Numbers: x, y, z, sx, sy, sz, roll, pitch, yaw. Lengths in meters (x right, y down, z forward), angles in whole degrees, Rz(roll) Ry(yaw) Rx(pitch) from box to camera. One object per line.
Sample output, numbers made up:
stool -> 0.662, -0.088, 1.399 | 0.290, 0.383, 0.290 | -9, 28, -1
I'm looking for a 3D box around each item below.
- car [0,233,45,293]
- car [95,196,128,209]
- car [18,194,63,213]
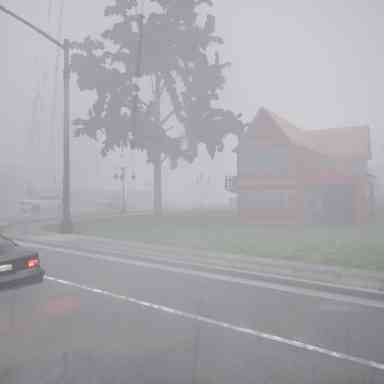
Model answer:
car -> -5.736, 1.547, 8.025 | 5.357, 1.411, 2.033 | 0, 0, 36
car -> -11.085, 1.352, 45.854 | 2.097, 1.767, 4.553 | 0, 0, 34
car -> -16.632, 1.222, 37.618 | 2.150, 2.045, 5.566 | 0, 0, 33
